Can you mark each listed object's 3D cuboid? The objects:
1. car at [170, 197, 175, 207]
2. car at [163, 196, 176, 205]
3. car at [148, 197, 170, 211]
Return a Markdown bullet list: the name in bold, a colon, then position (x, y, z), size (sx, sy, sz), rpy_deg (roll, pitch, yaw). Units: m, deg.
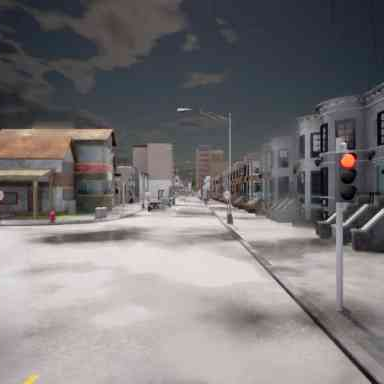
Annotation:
- **car**: position (-4.023, 1.504, 49.454), size (1.837, 1.490, 4.892), rpy_deg (0, 0, 0)
- **car**: position (-3.971, 1.547, 59.904), size (2.033, 1.411, 5.357), rpy_deg (0, 0, 1)
- **car**: position (-4.049, 1.563, 39.509), size (1.994, 1.385, 4.181), rpy_deg (0, 0, 0)
